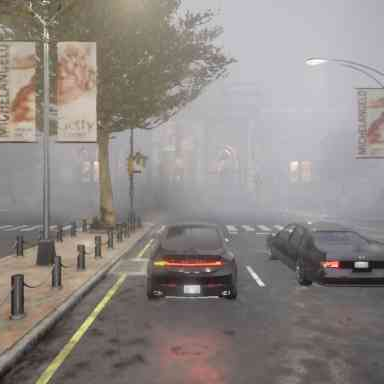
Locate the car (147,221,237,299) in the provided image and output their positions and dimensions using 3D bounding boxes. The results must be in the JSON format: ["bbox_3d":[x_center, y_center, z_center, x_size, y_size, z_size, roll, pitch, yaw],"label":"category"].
[{"bbox_3d":[-0.001,1.505,8.418,1.837,1.490,4.892,0,0,0],"label":"car"}]

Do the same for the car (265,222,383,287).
[{"bbox_3d":[3.498,1.547,9.382,2.033,1.411,5.357,0,0,0],"label":"car"}]
